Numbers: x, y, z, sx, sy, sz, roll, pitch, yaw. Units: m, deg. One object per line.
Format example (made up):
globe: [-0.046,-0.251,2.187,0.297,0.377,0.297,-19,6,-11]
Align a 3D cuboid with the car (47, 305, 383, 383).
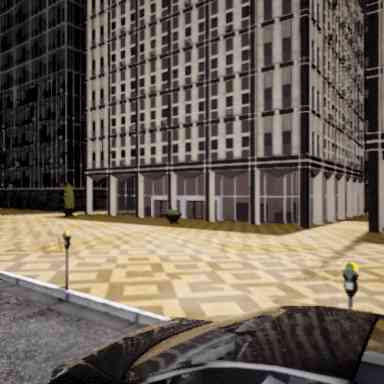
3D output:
car: [0.751,1.566,2.341,4.313,1.339,1.947,0,0,35]
